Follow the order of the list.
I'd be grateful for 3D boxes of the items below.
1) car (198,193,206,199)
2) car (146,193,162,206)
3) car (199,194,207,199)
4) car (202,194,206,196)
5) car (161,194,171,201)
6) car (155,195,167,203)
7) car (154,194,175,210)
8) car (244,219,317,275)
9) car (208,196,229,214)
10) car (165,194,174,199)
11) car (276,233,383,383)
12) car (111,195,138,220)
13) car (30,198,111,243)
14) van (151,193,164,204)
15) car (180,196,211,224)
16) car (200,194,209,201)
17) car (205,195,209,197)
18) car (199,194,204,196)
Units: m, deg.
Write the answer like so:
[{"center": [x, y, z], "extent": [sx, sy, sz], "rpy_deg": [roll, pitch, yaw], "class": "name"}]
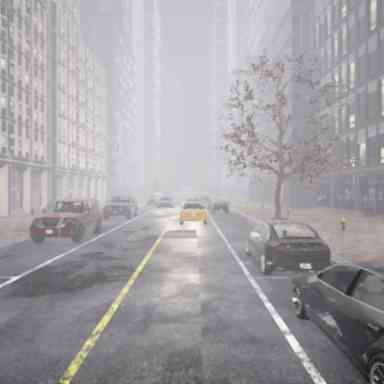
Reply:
[{"center": [2.688, 1.073, 89.776], "extent": [1.887, 1.381, 4.507], "rpy_deg": [0, 0, 0], "class": "car"}, {"center": [-5.694, 1.198, 49.936], "extent": [1.967, 1.590, 4.097], "rpy_deg": [0, 0, 0], "class": "car"}, {"center": [2.688, 1.145, 84.082], "extent": [1.802, 1.307, 4.206], "rpy_deg": [0, 0, 0], "class": "car"}, {"center": [2.688, 1.230, 67.005], "extent": [1.947, 1.339, 4.313], "rpy_deg": [0, 0, 0], "class": "car"}, {"center": [-5.693, 1.196, 72.706], "extent": [1.947, 1.339, 4.313], "rpy_deg": [0, 0, 0], "class": "car"}, {"center": [-5.693, 1.262, 61.322], "extent": [1.947, 1.339, 4.313], "rpy_deg": [0, 0, 0], "class": "car"}, {"center": [-3.093, 1.288, 39.863], "extent": [1.882, 1.535, 5.008], "rpy_deg": [0, 0, 0], "class": "car"}, {"center": [2.687, 1.505, 10.080], "extent": [2.008, 1.369, 4.403], "rpy_deg": [0, 0, 0], "class": "car"}, {"center": [2.687, 1.396, 32.849], "extent": [2.008, 1.369, 4.403], "rpy_deg": [0, 0, 0], "class": "car"}, {"center": [-5.693, 1.128, 84.090], "extent": [1.947, 1.339, 4.313], "rpy_deg": [0, 0, 0], "class": "car"}, {"center": [2.687, 1.546, 4.388], "extent": [1.947, 1.339, 4.313], "rpy_deg": [0, 0, 0], "class": "car"}, {"center": [-5.695, 1.188, 27.167], "extent": [2.192, 1.841, 5.009], "rpy_deg": [0, 0, 0], "class": "car"}, {"center": [-5.695, 1.243, 15.783], "extent": [2.192, 1.841, 5.009], "rpy_deg": [0, 0, 0], "class": "car"}, {"center": [-5.694, 1.068, 55.627], "extent": [1.690, 1.788, 3.998], "rpy_deg": [0, 0, 0], "class": "van"}, {"center": [0.100, 1.349, 23.451], "extent": [1.801, 1.575, 5.366], "rpy_deg": [0, 0, 0], "class": "car"}, {"center": [2.688, 1.175, 72.698], "extent": [1.887, 1.381, 4.507], "rpy_deg": [0, 0, 0], "class": "car"}, {"center": [2.687, 1.342, 38.712], "extent": [1.752, 1.417, 4.829], "rpy_deg": [0, 0, 0], "class": "car"}, {"center": [0.097, 1.350, 41.420], "extent": [2.033, 1.411, 5.357], "rpy_deg": [0, 0, 0], "class": "car"}]
